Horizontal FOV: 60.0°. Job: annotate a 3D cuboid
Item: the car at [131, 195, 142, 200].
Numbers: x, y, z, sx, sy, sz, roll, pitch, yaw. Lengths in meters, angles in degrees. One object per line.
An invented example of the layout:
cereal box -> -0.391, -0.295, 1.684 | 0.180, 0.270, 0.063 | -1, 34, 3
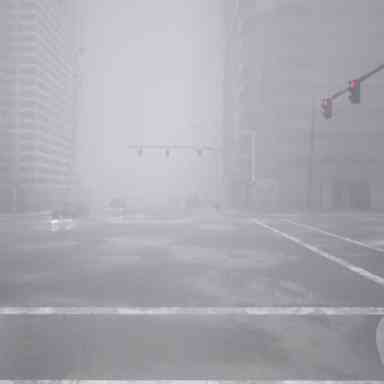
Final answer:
car -> -10.529, 1.112, 63.298 | 1.812, 1.442, 4.674 | 0, 0, 0

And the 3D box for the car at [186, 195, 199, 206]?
car -> 0.075, 1.328, 55.963 | 2.097, 1.767, 4.553 | 0, 0, 0

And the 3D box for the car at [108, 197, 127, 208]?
car -> -10.614, 1.484, 47.740 | 1.837, 1.490, 4.892 | 0, 0, 0

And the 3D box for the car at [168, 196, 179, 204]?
car -> -3.529, 1.465, 63.182 | 2.128, 1.511, 4.902 | 0, 0, 0

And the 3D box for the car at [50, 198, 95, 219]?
car -> -10.614, 1.535, 29.541 | 2.033, 1.411, 5.357 | 0, 0, 0
